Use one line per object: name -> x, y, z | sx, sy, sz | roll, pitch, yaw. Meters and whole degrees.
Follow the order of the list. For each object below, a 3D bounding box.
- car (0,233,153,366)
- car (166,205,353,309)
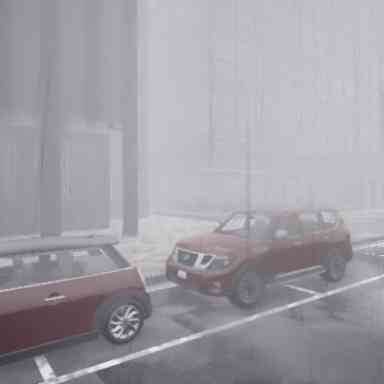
car -> -2.705, 1.440, 4.717 | 4.097, 1.590, 1.967 | 0, 0, -36
car -> 1.853, 1.279, 7.985 | 5.009, 1.841, 2.192 | 0, 0, -36
